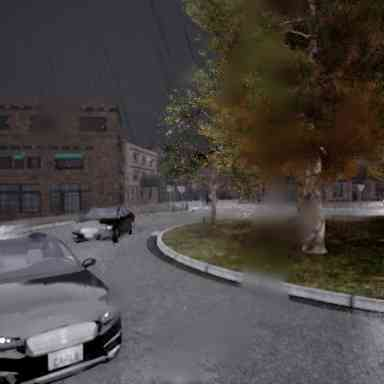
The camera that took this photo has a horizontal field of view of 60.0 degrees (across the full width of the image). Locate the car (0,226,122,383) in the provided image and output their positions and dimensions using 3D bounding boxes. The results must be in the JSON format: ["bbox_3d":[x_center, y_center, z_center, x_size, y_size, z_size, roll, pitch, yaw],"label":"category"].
[{"bbox_3d":[-2.856,1.485,5.452,2.128,1.511,4.902,-1,0,-38],"label":"car"}]

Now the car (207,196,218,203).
[{"bbox_3d":[3.639,1.227,59.058,1.882,1.535,5.008,-1,0,6],"label":"car"}]

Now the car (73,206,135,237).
[{"bbox_3d":[-3.963,1.417,15.497,2.128,1.511,4.902,-1,0,2],"label":"car"}]
